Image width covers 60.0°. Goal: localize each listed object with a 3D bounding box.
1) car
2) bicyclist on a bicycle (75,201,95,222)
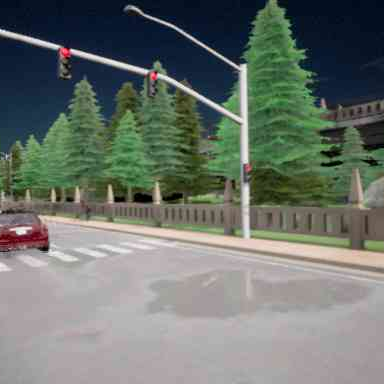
[{"bbox_3d":[-7.487,1.495,13.550,2.097,1.767,4.553,-1,0,-41],"label":"car"},{"bbox_3d":[-8.177,1.482,25.401,1.656,1.620,0.582,-1,0,-42],"label":"bicyclist on a bicycle"}]
